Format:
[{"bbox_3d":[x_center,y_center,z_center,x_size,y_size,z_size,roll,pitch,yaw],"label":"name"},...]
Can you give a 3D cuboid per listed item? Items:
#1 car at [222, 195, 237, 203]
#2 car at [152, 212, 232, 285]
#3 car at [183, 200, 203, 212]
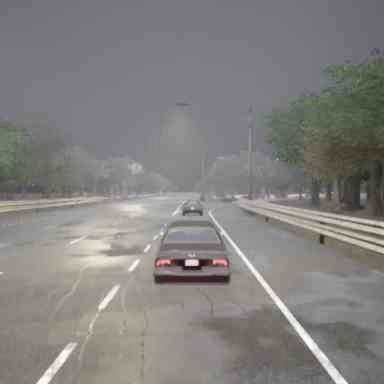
[{"bbox_3d":[7.281,1.352,64.256,1.812,1.442,4.674,0,0,24],"label":"car"},{"bbox_3d":[-0.003,1.522,9.465,2.033,1.411,5.357,0,0,0],"label":"car"},{"bbox_3d":[0.129,1.478,32.978,1.994,1.385,4.181,0,0,2],"label":"car"}]
